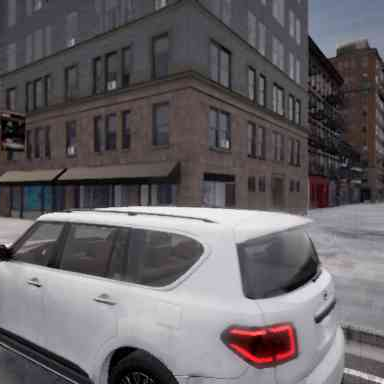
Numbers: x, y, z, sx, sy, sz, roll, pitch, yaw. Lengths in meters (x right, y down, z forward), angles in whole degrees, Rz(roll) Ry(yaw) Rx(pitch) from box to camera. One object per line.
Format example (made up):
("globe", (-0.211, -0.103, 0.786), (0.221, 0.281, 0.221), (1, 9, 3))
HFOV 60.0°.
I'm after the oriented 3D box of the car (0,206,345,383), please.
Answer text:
("car", (-1.024, 1.202, 4.415), (5.566, 2.045, 2.150), (1, 0, 36))
